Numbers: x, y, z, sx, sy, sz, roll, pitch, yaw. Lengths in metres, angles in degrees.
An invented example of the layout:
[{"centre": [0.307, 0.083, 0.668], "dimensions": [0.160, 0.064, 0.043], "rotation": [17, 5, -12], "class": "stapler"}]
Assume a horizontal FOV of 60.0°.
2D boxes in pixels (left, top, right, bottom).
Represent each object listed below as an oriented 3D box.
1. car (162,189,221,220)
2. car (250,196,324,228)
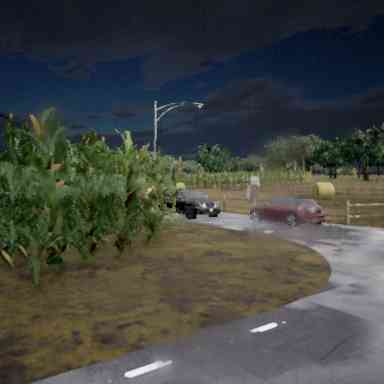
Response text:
[{"centre": [-0.313, 0.799, 24.064], "dimensions": [2.150, 2.045, 5.566], "rotation": [-1, 1, -35], "class": "car"}, {"centre": [5.536, 1.013, 19.949], "dimensions": [2.097, 1.767, 4.553], "rotation": [-1, 2, -29], "class": "car"}]
